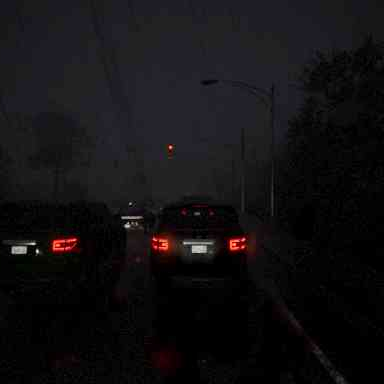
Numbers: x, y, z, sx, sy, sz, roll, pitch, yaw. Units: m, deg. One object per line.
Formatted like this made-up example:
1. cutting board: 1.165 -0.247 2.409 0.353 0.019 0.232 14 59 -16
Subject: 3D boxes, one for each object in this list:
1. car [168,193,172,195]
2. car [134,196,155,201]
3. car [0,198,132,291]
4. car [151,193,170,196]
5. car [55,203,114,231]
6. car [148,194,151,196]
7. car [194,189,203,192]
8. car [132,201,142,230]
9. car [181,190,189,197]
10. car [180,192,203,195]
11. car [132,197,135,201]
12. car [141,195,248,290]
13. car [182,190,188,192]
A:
1. car: -5.534 1.056 77.405 2.033 1.411 5.357 0 3 1
2. car: -6.312 1.600 46.378 1.895 1.301 4.718 0 0 1
3. car: -3.330 1.221 9.146 2.150 2.045 5.566 0 0 1
4. car: -5.936 1.491 61.966 2.128 1.511 4.902 0 0 2
5. car: -6.840 1.548 21.912 2.033 1.411 5.357 0 0 1
6. car: -9.139 1.234 72.631 1.882 1.535 5.008 0 2 1
7. car: 1.472 0.850 77.573 2.097 1.767 4.553 0 3 1
8. car: -3.187 1.491 19.013 2.128 1.511 4.902 0 0 1
9. car: -1.807 0.294 87.686 1.882 1.535 5.008 0 3 1
10. car: 0.328 1.221 19.563 2.150 2.045 5.566 0 0 1
11. car: -9.789 1.564 47.373 1.994 1.385 4.181 0 0 1
12. car: 0.171 1.221 9.233 2.150 2.045 5.566 0 0 1
13. car: -2.036 1.053 77.274 2.033 1.411 5.357 0 3 1
